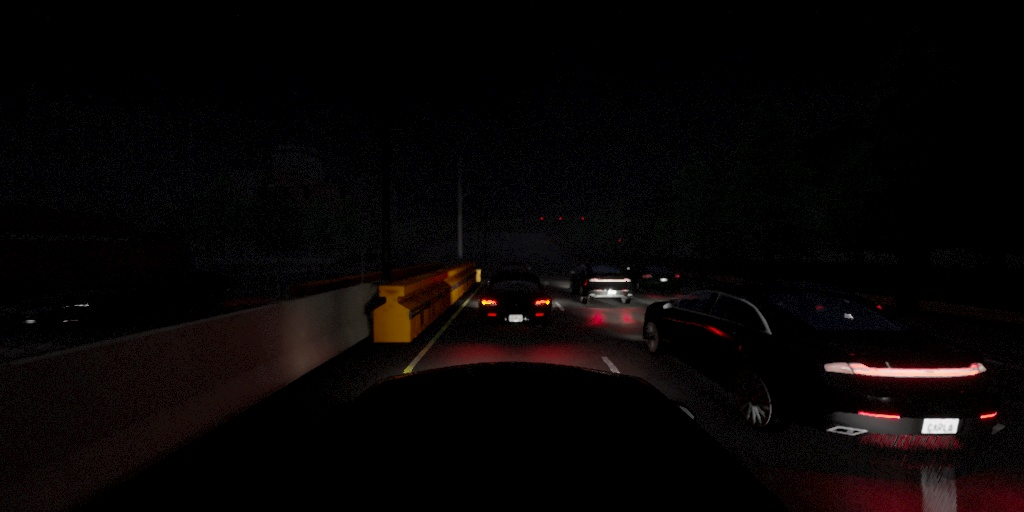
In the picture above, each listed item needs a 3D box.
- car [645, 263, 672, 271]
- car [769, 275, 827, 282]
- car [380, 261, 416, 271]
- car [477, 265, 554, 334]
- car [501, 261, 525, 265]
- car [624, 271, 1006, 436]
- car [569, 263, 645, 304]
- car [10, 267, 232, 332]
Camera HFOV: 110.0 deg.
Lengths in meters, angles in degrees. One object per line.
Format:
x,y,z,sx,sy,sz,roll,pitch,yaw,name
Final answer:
7.062,1.043,18.694,1.994,1.385,4.181,0,1,0,car
7.083,1.189,9.480,1.994,1.385,4.181,0,1,0,car
-7.047,1.027,22.651,1.994,1.385,4.181,0,1,0,car
0.078,1.143,10.031,1.812,1.442,4.674,0,1,0,car
0.061,0.999,19.094,1.812,1.442,4.674,0,1,0,car
3.596,1.182,5.446,2.128,1.511,4.902,0,1,0,car
3.560,1.030,14.965,2.128,1.511,4.902,0,1,2,car
-10.604,1.104,10.344,2.128,1.511,4.902,0,1,0,car
